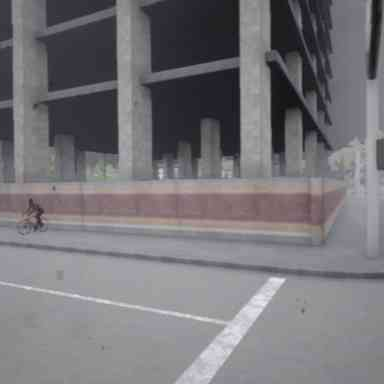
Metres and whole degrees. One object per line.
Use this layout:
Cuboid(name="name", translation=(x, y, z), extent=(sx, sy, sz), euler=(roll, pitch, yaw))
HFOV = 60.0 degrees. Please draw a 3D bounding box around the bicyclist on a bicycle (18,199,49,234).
Cuboid(name="bicyclist on a bicycle", translation=(-7.402, 1.126, 15.587), extent=(0.582, 1.620, 1.656), euler=(0, 1, 26))
